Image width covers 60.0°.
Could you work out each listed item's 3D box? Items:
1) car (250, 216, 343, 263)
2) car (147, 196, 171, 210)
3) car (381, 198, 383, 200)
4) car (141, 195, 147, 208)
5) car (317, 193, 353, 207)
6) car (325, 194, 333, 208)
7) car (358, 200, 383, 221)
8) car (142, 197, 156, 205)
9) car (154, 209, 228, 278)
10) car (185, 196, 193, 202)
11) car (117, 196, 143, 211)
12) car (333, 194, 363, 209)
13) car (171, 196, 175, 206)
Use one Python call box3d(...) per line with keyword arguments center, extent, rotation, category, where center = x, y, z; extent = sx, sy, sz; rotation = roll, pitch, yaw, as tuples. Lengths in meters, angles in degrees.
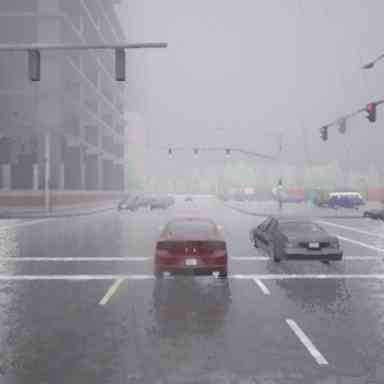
box3d(center=(3.420, 1.568, 11.932), extent=(2.033, 1.411, 5.357), rotation=(0, 0, -1), category="car")
box3d(center=(-4.138, 1.479, 42.117), extent=(1.882, 1.535, 5.008), rotation=(0, 0, 0), category="car")
box3d(center=(39.791, 1.409, 65.917), extent=(3.905, 1.438, 1.784), rotation=(0, 0, 0), category="car")
box3d(center=(-7.666, 1.354, 49.057), extent=(2.097, 1.767, 4.553), rotation=(0, 0, 0), category="car")
box3d(center=(24.650, 1.203, 57.497), extent=(4.605, 1.855, 1.932), rotation=(0, 0, 0), category="car")
box3d(center=(24.696, 1.413, 54.813), extent=(3.905, 1.438, 1.784), rotation=(0, 0, 0), category="car")
box3d(center=(16.599, 1.599, 26.473), extent=(5.357, 1.411, 2.033), rotation=(0, 0, 0), category="car")
box3d(center=(-7.653, 1.566, 59.020), extent=(1.994, 1.385, 4.181), rotation=(0, 0, 0), category="car")
box3d(center=(-0.045, 1.487, 10.192), extent=(1.882, 1.535, 5.008), rotation=(0, 0, -1), category="car")
box3d(center=(-0.747, 1.596, 79.335), extent=(1.895, 1.301, 4.718), rotation=(0, 0, 0), category="car")
box3d(center=(-7.630, 1.494, 39.844), extent=(2.128, 1.511, 4.902), rotation=(0, 0, 0), category="car")
box3d(center=(24.690, 1.445, 51.918), extent=(3.806, 1.475, 1.970), rotation=(0, 0, 0), category="car")
box3d(center=(-4.171, 1.549, 52.075), extent=(2.033, 1.411, 5.357), rotation=(0, 0, 0), category="car")
